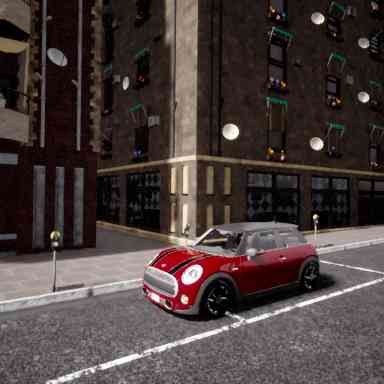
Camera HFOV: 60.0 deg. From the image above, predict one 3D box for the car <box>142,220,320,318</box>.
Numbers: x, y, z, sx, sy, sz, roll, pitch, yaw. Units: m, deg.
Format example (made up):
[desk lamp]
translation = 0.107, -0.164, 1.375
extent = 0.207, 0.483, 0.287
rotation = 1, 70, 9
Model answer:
[car]
translation = 0.944, 1.442, 7.358
extent = 4.097, 1.590, 1.967
rotation = 0, 1, -35
